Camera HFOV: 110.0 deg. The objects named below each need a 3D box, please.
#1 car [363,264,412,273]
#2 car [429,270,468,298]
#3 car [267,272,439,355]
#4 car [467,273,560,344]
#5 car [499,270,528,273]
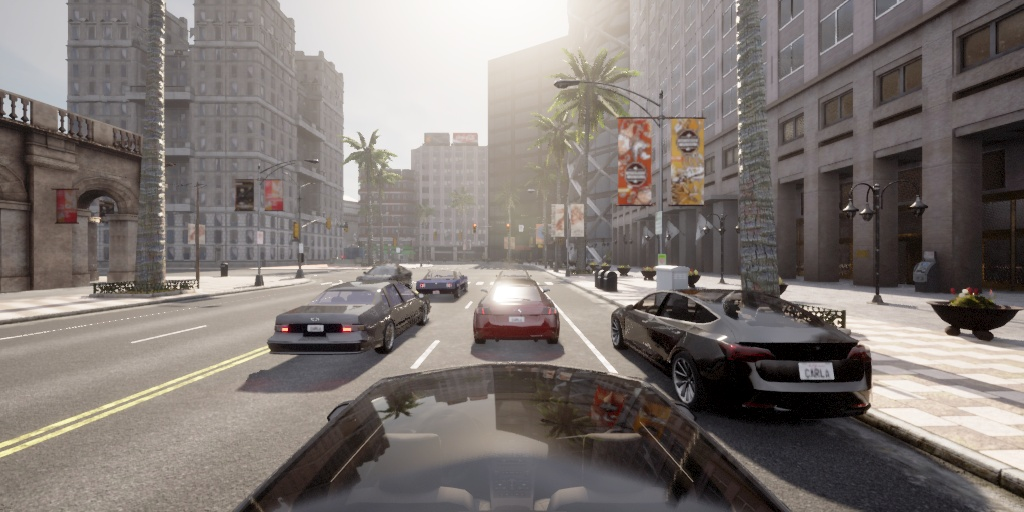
[{"bbox_3d":[-7.015,1.230,20.048,1.882,1.535,5.008,0,0,0],"label":"car"},{"bbox_3d":[-3.410,1.351,18.374,1.895,1.301,4.718,0,0,0],"label":"car"},{"bbox_3d":[-3.406,1.297,8.725,2.033,1.411,5.357,0,0,0],"label":"car"},{"bbox_3d":[0.096,1.314,9.610,1.994,1.385,4.181,0,0,0],"label":"car"},{"bbox_3d":[0.090,1.351,18.418,1.895,1.301,4.718,0,0,0],"label":"car"}]
